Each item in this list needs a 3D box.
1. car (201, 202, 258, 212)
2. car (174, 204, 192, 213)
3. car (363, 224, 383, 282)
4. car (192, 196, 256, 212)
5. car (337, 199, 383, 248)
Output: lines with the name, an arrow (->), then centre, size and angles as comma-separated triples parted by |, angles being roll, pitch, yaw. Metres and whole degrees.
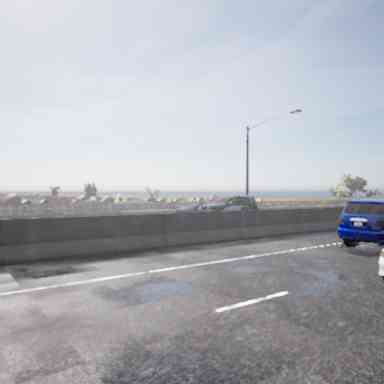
car -> 3.076, 1.656, 23.358 | 4.181, 1.385, 1.994 | 0, 0, -35
car -> 0.430, 1.666, 30.064 | 4.181, 1.385, 1.994 | 0, 0, -35
car -> 6.459, 1.583, 8.339 | 4.674, 1.442, 1.812 | 0, 0, -35
car -> 3.095, 1.328, 27.666 | 5.566, 2.045, 2.150 | 0, 0, -35
car -> 8.427, 1.308, 14.034 | 5.566, 2.045, 2.150 | 0, 0, -35
